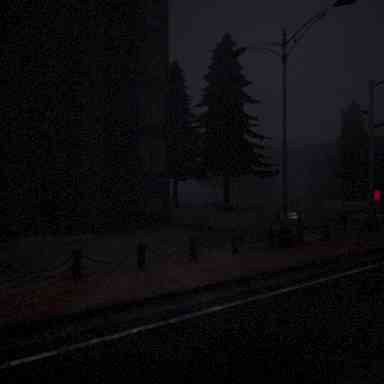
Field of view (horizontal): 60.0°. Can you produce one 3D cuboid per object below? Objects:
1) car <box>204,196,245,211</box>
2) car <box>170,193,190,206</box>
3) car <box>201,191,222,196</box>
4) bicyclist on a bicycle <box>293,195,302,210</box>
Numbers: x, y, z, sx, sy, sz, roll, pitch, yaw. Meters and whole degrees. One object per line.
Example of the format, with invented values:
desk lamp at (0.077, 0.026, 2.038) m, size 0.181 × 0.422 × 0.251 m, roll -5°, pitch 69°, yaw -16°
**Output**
car at (3.533, 1.427, 35.296) m, size 1.812 × 1.442 × 4.674 m, roll 0°, pitch 0°, yaw -37°
car at (-2.998, 1.378, 49.821) m, size 2.128 × 1.511 × 4.902 m, roll 0°, pitch 0°, yaw -37°
car at (5.328, 0.830, 92.658) m, size 1.932 × 1.855 × 4.605 m, roll 0°, pitch 0°, yaw -37°
bicyclist on a bicycle at (11.714, 1.165, 36.862) m, size 1.656 × 1.620 × 0.582 m, roll -1°, pitch 0°, yaw -37°
